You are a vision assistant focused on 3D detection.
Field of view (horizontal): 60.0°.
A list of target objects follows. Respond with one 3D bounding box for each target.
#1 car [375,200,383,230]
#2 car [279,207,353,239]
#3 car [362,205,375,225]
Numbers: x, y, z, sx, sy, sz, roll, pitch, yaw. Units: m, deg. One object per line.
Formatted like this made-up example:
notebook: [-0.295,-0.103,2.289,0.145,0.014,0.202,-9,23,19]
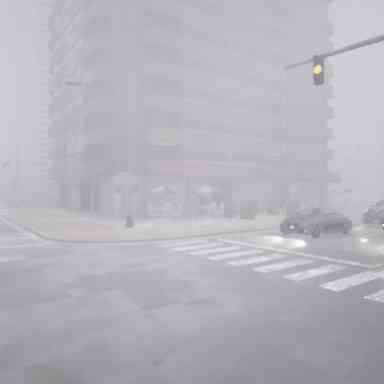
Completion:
car: [11.800,1.161,16.674,5.566,2.045,2.150,0,0,-35]
car: [6.426,1.504,17.161,4.181,1.385,1.994,0,0,-36]
car: [13.321,1.273,22.213,4.553,1.767,2.097,0,0,-37]
